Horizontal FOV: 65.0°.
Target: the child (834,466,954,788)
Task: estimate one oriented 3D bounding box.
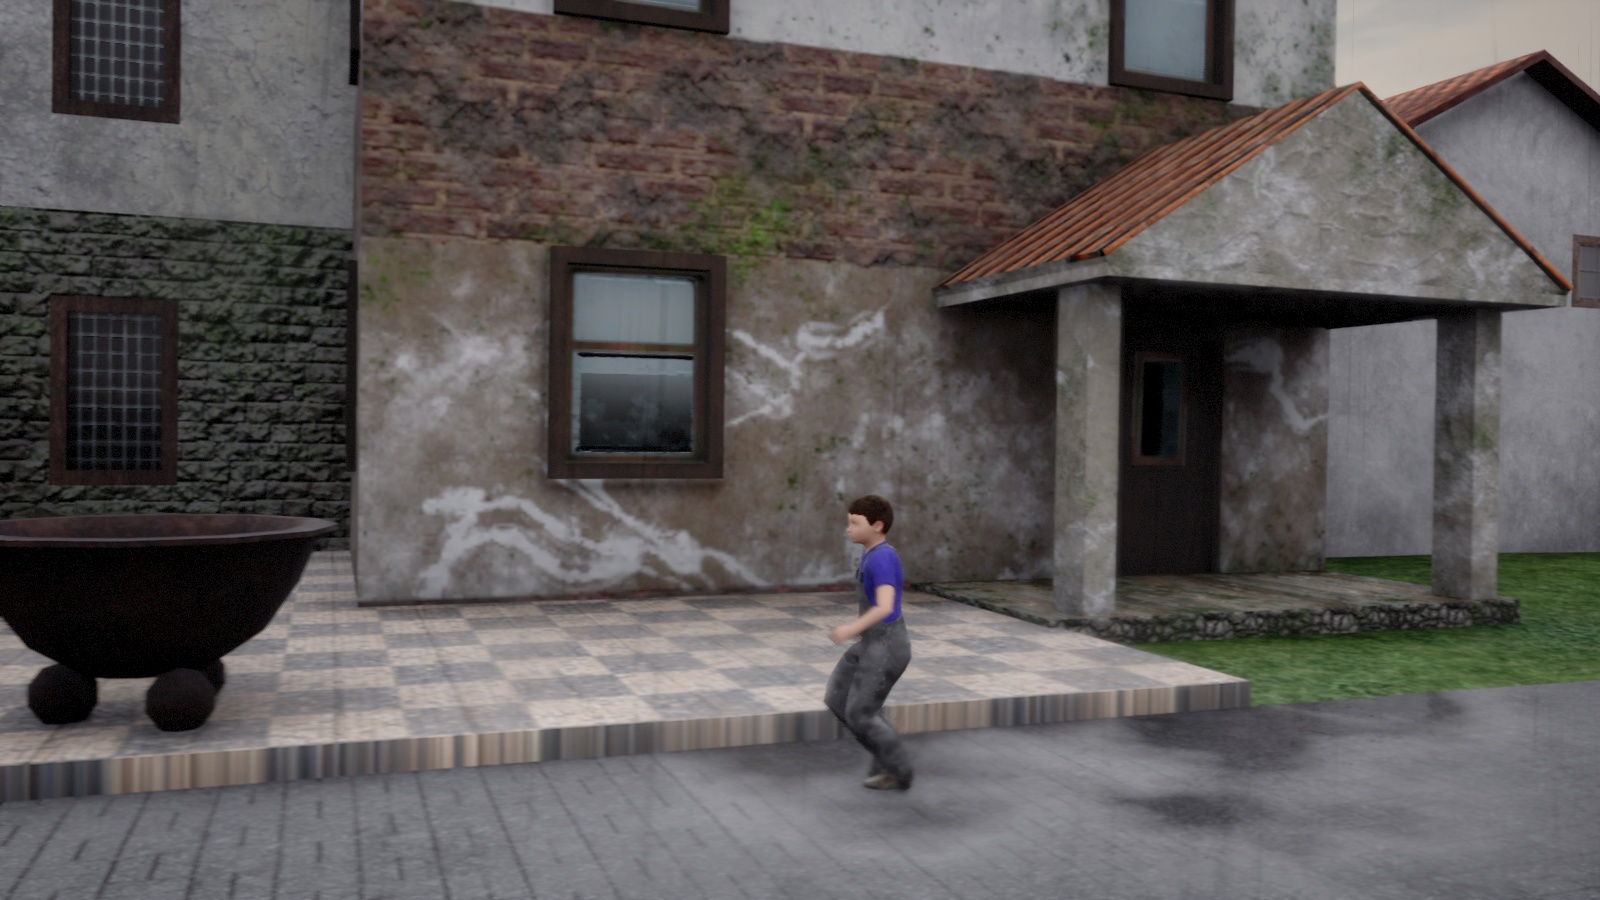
[{"bbox_3d":[0.379,0.702,5.123,0.437,1.263,0.270,0,1,-8],"label":"child"}]
